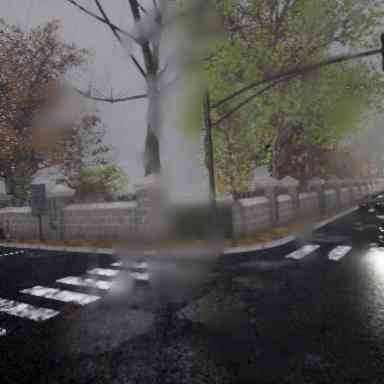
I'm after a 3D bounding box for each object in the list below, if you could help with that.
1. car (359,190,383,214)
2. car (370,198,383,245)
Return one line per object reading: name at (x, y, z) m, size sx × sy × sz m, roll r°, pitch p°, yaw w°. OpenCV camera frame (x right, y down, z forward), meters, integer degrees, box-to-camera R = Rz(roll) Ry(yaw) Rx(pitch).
car at (13.616, 0.792, 24.788) m, size 1.947 × 1.339 × 4.313 m, roll -4°, pitch -1°, yaw 34°
car at (8.156, 1.076, 12.352) m, size 1.837 × 1.490 × 4.892 m, roll -3°, pitch 0°, yaw 36°
